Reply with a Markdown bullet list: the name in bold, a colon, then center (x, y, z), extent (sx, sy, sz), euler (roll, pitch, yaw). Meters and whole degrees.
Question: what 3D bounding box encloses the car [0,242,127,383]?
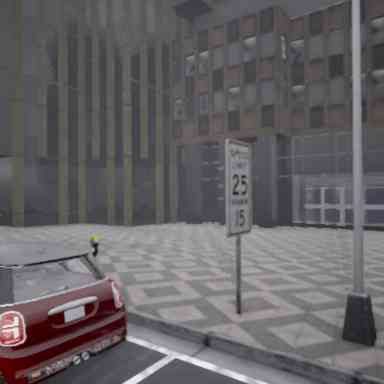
- **car**: center (-2.973, 1.493, 5.089), extent (4.097, 1.590, 1.967), euler (-1, 0, 36)
